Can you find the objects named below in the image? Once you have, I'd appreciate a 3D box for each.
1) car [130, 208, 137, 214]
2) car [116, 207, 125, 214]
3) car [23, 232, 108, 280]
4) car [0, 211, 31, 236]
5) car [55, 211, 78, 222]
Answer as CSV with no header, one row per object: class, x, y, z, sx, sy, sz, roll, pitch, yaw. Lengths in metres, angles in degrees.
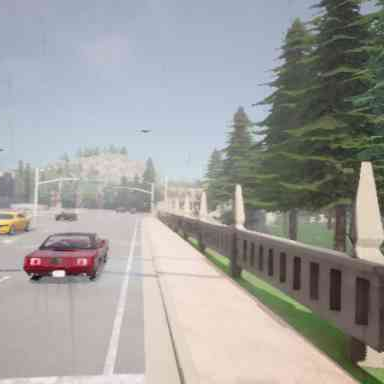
car,-15.585,5.042,88.484,2.128,1.511,4.902,2,-3,-9
car,-19.039,4.881,87.943,1.837,1.490,4.892,2,-3,-9
car,-3.931,2.007,11.201,1.895,1.301,4.718,2,-3,-9
car,-13.018,2.148,23.490,1.882,1.535,5.008,2,-3,-9
car,-15.806,3.013,41.901,1.895,1.301,4.718,2,-3,-8
